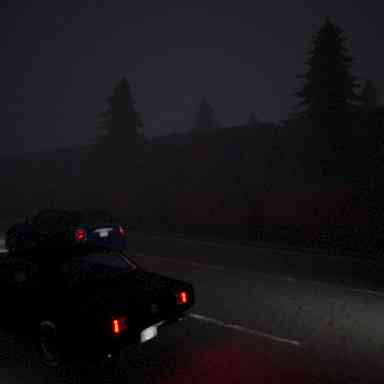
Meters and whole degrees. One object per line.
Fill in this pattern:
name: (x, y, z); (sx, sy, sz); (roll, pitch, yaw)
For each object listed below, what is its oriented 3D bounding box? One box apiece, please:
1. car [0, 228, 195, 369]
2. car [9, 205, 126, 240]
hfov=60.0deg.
car: (-2.367, 1.579, 5.703); (4.718, 1.301, 1.895); (0, 0, 36)
car: (-4.449, 1.309, 11.509); (4.553, 1.767, 2.097); (0, 0, 36)
